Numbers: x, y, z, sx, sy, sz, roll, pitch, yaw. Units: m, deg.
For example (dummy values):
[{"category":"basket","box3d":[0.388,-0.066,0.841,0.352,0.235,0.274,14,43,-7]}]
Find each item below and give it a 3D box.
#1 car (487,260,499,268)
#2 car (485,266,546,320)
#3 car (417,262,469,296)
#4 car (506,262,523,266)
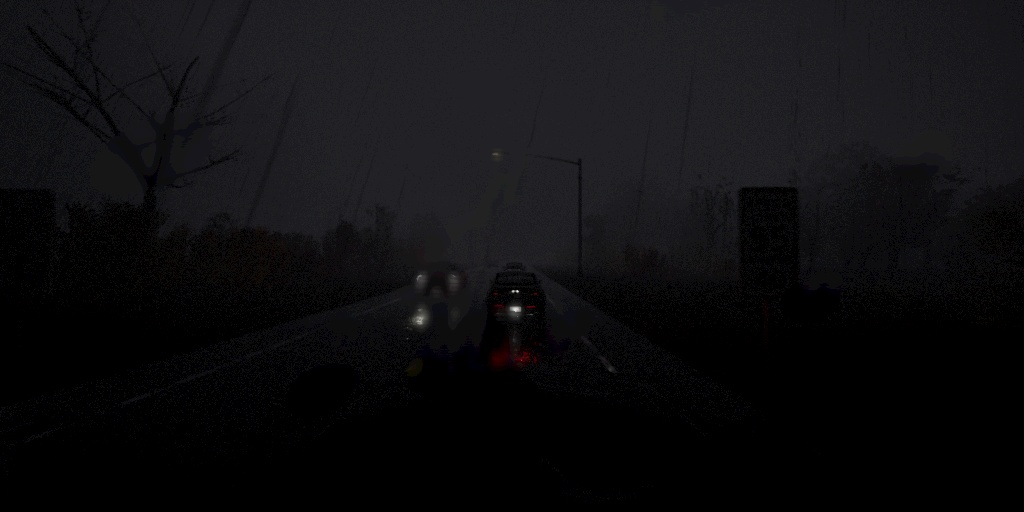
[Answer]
[{"category":"car","box3d":[-3.171,1.329,60.537,2.033,1.411,5.357,0,0,1]},{"category":"car","box3d":[0.117,1.260,12.562,1.837,1.490,4.892,0,0,0]},{"category":"car","box3d":[-3.560,1.110,19.168,2.097,1.767,4.553,0,0,0]},{"category":"car","box3d":[0.195,1.268,30.698,1.837,1.490,4.892,0,0,0]}]
